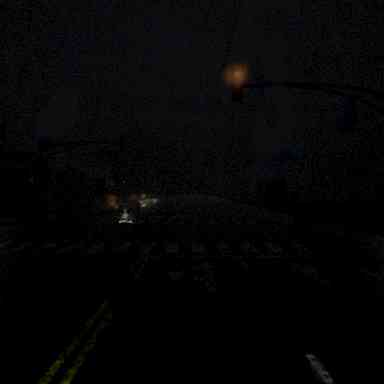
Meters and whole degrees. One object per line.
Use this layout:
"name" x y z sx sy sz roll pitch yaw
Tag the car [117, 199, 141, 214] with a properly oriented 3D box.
"car" -6.487 1.535 34.708 2.128 1.511 4.902 0 1 0
